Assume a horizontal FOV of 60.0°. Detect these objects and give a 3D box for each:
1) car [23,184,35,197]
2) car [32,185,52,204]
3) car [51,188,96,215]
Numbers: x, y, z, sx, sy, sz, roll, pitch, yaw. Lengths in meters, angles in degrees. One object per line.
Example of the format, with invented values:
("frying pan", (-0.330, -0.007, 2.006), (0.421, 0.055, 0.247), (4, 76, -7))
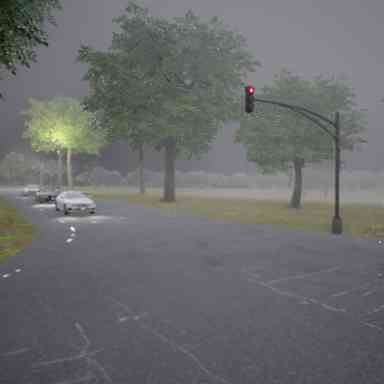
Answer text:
("car", (-20.080, -0.226, 41.778), (1.812, 1.442, 4.674), (0, 2, -31))
("car", (-13.197, 0.292, 30.772), (1.994, 1.385, 4.181), (0, 2, -32))
("car", (-7.876, 0.638, 22.286), (1.812, 1.442, 4.674), (0, 2, -32))
